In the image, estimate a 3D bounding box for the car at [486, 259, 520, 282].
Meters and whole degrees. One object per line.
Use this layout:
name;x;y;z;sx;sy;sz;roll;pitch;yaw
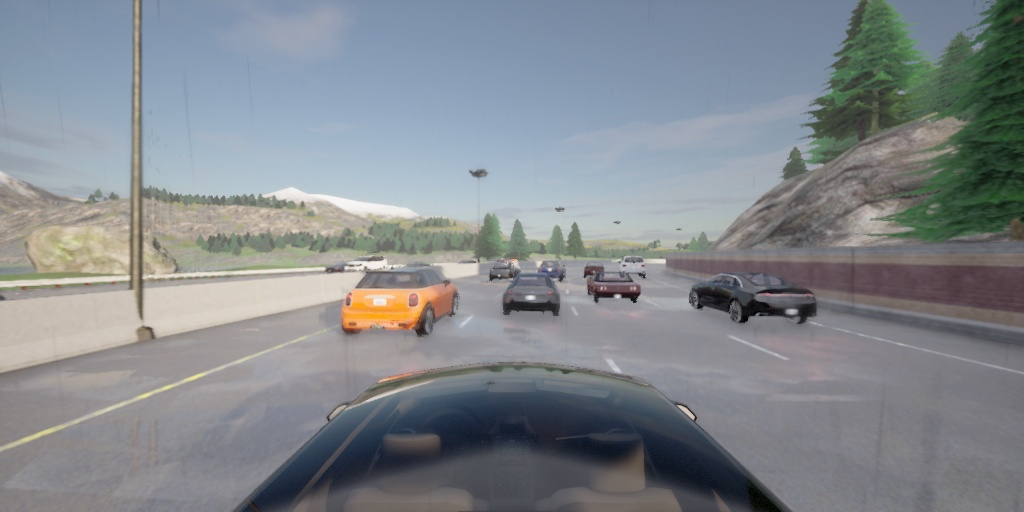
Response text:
car;-0.492;1.266;28.918;2.128;1.511;4.902;0;0;11

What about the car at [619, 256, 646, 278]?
car;11.563;1.039;34.572;2.150;2.045;5.566;0;0;15

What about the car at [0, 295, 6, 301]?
car;-13.925;1.259;6.843;2.033;1.411;5.357;0;0;2

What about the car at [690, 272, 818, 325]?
car;7.654;1.275;11.960;2.128;1.511;4.902;0;0;5

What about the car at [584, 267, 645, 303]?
car;4.631;1.380;17.020;1.895;1.301;4.718;0;0;7

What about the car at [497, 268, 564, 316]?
car;0.792;1.328;13.630;1.994;1.385;4.181;0;0;5

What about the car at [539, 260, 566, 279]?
car;3.479;1.141;30.753;2.097;1.767;4.553;0;0;12

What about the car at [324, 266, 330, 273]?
car;-19.273;1.277;41.858;2.033;1.411;5.357;0;0;14

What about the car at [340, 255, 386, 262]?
car;-16.113;0.958;40.035;2.150;2.045;5.566;0;0;14

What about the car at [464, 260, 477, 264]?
car;-6.261;1.283;48.706;1.837;1.490;4.892;0;-1;18

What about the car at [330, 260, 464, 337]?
car;-2.976;1.101;10.529;2.097;1.767;4.553;0;0;3

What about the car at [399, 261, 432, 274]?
car;-11.555;1.319;43.379;1.994;1.385;4.181;0;0;16

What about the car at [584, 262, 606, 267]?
car;8.026;1.285;34.750;1.882;1.535;5.008;0;0;14
